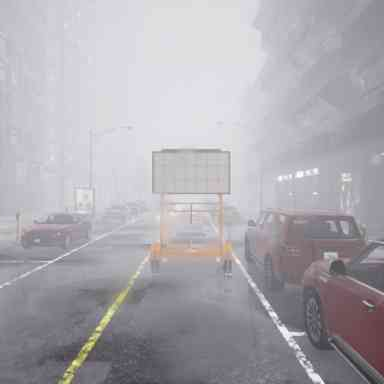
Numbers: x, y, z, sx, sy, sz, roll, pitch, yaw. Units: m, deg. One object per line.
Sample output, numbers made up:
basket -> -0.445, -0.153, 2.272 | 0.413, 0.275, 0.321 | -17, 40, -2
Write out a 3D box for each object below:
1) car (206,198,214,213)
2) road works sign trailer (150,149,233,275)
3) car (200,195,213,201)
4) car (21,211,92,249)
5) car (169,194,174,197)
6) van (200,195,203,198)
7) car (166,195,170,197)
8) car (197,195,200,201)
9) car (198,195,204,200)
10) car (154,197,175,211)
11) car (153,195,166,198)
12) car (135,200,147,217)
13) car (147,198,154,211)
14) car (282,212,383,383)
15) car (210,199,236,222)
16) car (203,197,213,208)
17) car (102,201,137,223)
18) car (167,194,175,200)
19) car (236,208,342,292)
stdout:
car -> 2.635, 1.566, 31.459 | 1.947, 1.339, 4.313 | 1, 0, 0
road works sign trailer -> -0.021, 0.467, 10.391 | 2.380, 3.560, 2.880 | 0, 0, 0
car -> 2.600, 1.557, 48.429 | 1.947, 1.339, 4.313 | 1, 0, 0
car -> -5.710, 1.548, 14.505 | 1.887, 1.381, 4.507 | 1, 0, 0
car -> -5.837, 1.409, 76.730 | 1.967, 1.590, 4.097 | 1, 0, 0
van -> 2.591, 1.329, 54.086 | 1.690, 1.788, 3.998 | 1, 0, 0
car -> -5.815, 1.561, 65.417 | 1.802, 1.307, 4.206 | 1, 0, 0
car -> 2.541, 1.551, 76.712 | 1.802, 1.307, 4.206 | 1, 0, 0
car -> 2.507, 1.530, 93.682 | 1.802, 1.307, 4.206 | 1, 0, 0
car -> -3.082, 1.597, 39.551 | 1.895, 1.301, 4.718 | 0, 0, 0
car -> -5.790, 1.428, 54.104 | 1.967, 1.590, 4.097 | 1, 0, 0
car -> -5.745, 1.545, 31.475 | 1.887, 1.381, 4.507 | 1, 0, 0
car -> -5.757, 1.564, 37.132 | 1.947, 1.339, 4.313 | 1, 0, 0
car -> 2.696, 1.316, 3.175 | 2.192, 1.841, 5.009 | 1, 0, 0
car -> 2.647, 1.528, 25.972 | 1.752, 1.417, 4.829 | 1, 0, 0
car -> 2.624, 1.549, 37.116 | 2.008, 1.369, 4.403 | 1, 0, 0
car -> -5.734, 1.584, 25.818 | 1.802, 1.307, 4.206 | 1, 0, 0
car -> -5.871, 1.389, 93.701 | 1.967, 1.590, 4.097 | 1, 0, 0
car -> 2.685, 1.317, 8.833 | 2.192, 1.841, 5.009 | 1, 0, 0
